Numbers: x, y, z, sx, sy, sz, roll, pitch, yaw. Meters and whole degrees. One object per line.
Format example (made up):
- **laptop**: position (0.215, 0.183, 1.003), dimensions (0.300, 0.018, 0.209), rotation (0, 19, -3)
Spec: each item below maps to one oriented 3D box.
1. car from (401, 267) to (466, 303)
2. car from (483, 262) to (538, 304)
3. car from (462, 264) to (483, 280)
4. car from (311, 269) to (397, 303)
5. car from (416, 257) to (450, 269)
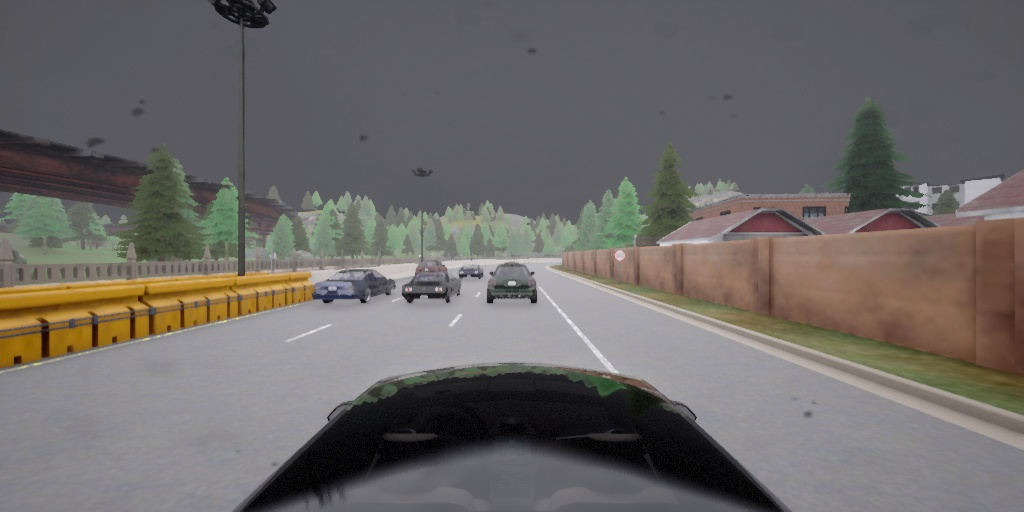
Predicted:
- **car**: position (-3.500, 1.363, 16.530), dimensions (1.895, 1.301, 4.718), rotation (0, 0, 0)
- **car**: position (0.000, 1.113, 16.470), dimensions (2.097, 1.767, 4.553), rotation (0, 0, 0)
- **car**: position (-3.500, 1.364, 31.530), dimensions (1.895, 1.301, 4.718), rotation (0, 0, 0)
- **car**: position (-7.000, 1.310, 16.500), dimensions (2.033, 1.411, 5.357), rotation (0, 0, 0)
- **car**: position (-7.000, 1.113, 31.470), dimensions (2.097, 1.767, 4.553), rotation (0, 0, 0)
